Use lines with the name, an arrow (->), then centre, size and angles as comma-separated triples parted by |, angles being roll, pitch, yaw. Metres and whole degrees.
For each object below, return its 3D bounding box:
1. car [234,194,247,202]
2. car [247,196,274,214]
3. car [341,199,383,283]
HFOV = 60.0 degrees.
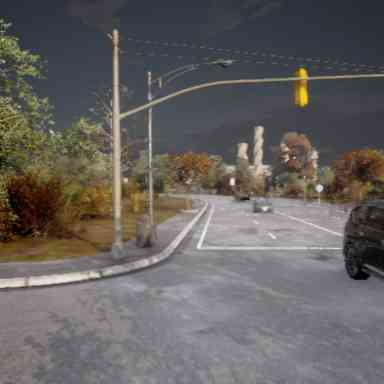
car -> 9.183, 1.071, 60.676 | 1.895, 1.301, 4.718 | -1, 1, -7
car -> 7.193, 1.430, 34.298 | 2.128, 1.511, 4.902 | -1, 0, 5
car -> 4.960, 1.195, 6.806 | 2.150, 2.045, 5.566 | -1, 0, 5
